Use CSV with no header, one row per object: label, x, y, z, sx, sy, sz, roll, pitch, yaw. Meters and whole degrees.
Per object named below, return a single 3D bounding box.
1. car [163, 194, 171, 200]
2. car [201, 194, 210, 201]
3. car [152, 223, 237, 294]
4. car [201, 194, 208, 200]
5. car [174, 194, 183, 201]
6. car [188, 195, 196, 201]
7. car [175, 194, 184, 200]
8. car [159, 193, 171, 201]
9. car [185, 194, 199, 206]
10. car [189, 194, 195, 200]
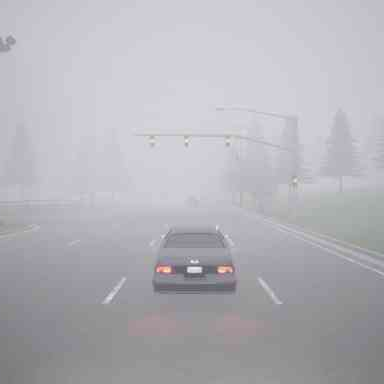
car,-7.010,1.385,94.030,1.994,1.385,4.181,0,0,0
car,3.491,1.492,83.611,1.837,1.490,4.892,0,0,0
car,0.065,1.547,8.929,2.033,1.411,5.357,0,0,0
car,3.490,1.310,94.031,1.882,1.535,5.008,0,0,0
car,-3.509,1.517,84.027,1.812,1.442,4.674,0,0,0
car,-0.009,1.531,83.611,2.033,1.411,5.357,0,0,0
car,-3.510,1.358,94.030,2.128,1.511,4.902,0,0,0
car,-7.009,1.217,83.640,2.150,2.045,5.566,0,0,0
car,-0.008,1.352,52.968,2.097,1.767,4.553,0,0,0
car,-0.010,1.310,94.031,1.882,1.535,5.008,0,0,0
